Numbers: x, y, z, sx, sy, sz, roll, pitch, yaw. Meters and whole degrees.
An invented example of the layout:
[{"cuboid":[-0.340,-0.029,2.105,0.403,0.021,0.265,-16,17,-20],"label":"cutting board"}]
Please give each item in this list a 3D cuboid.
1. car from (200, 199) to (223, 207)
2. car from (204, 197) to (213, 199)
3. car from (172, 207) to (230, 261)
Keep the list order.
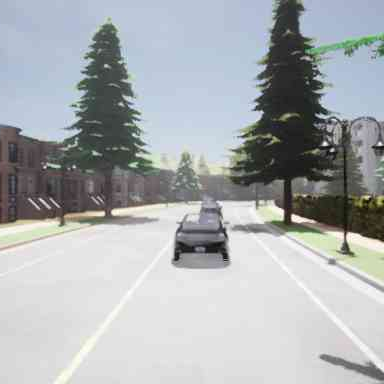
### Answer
[{"cuboid":[1.619,1.614,27.977,1.812,1.442,4.674,0,0,7],"label":"car"},{"cuboid":[2.833,1.675,58.218,2.128,1.511,4.902,0,0,13],"label":"car"},{"cuboid":[0.393,1.532,12.473,2.128,1.511,4.902,0,0,4],"label":"car"}]
